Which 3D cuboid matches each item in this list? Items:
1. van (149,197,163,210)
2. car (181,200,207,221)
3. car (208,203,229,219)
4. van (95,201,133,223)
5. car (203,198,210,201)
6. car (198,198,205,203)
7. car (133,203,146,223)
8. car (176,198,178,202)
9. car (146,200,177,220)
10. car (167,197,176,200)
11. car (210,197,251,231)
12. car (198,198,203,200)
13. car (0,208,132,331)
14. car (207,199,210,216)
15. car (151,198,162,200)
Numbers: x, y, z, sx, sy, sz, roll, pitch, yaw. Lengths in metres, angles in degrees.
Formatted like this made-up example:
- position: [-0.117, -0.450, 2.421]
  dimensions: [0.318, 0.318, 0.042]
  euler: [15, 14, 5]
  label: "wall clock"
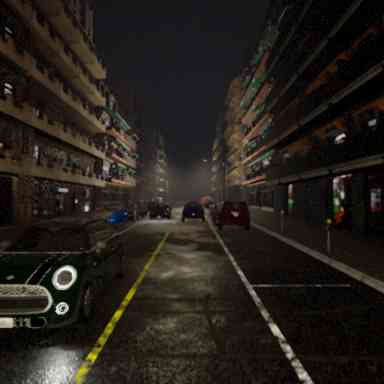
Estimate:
- position: [-5.299, 1.736, 49.704]
  dimensions: [1.690, 1.788, 3.998]
  euler: [1, -1, 0]
  label: "van"
- position: [0.103, 1.681, 29.085]
  dimensions: [1.882, 1.535, 5.008]
  euler: [0, -1, 0]
  label: "car"
- position: [2.577, 1.820, 33.043]
  dimensions: [1.802, 1.307, 4.206]
  euler: [1, -1, 0]
  label: "car"
- position: [-5.298, 1.482, 21.885]
  dimensions: [1.690, 1.788, 3.998]
  euler: [1, 0, 0]
  label: "van"
- position: [2.578, 1.961, 49.734]
  dimensions: [1.947, 1.339, 4.313]
  euler: [1, -1, 0]
  label: "car"
- position: [2.579, 2.360, 94.413]
  dimensions: [1.752, 1.417, 4.829]
  euler: [1, -1, 0]
  label: "car"
- position: [-5.302, 1.739, 27.448]
  dimensions: [2.008, 1.369, 4.403]
  euler: [1, 0, 0]
  label: "car"
- position: [-5.301, 2.341, 88.648]
  dimensions: [1.947, 1.339, 4.313]
  euler: [1, -1, 0]
  label: "car"
- position: [-2.794, 1.767, 31.017]
  dimensions: [2.033, 1.411, 5.357]
  euler: [0, -1, 1]
  label: "car"
- position: [-5.301, 2.187, 77.352]
  dimensions: [1.752, 1.417, 4.829]
  euler: [1, -1, 0]
  label: "car"
- position: [2.581, 1.456, 21.920]
  dimensions: [2.192, 1.841, 5.009]
  euler: [1, 0, 0]
  label: "car"
- position: [0.102, 1.806, 42.694]
  dimensions: [1.882, 1.535, 5.008]
  euler: [0, 0, 0]
  label: "car"
- position: [-2.840, 1.392, 7.257]
  dimensions: [2.097, 1.767, 4.553]
  euler: [0, 0, 0]
  label: "car"
- position: [2.579, 1.629, 27.484]
  dimensions: [1.967, 1.590, 4.097]
  euler: [1, -1, 0]
  label: "car"
- position: [-5.302, 1.893, 44.138]
  dimensions: [2.008, 1.369, 4.403]
  euler: [1, -1, 0]
  label: "car"
